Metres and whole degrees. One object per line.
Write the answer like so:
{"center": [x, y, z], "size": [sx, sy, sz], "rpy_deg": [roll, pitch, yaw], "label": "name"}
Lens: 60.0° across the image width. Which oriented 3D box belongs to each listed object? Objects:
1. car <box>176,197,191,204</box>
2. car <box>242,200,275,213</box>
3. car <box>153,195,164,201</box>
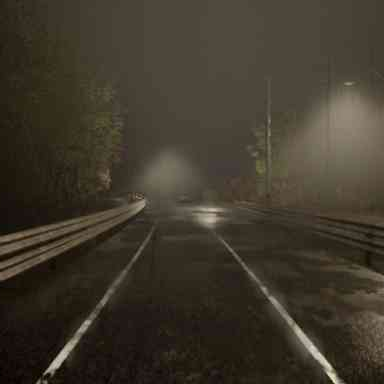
{"center": [-1.654, 1.552, 62.242], "size": [1.994, 1.385, 4.181], "rpy_deg": [0, 0, -18], "label": "car"}
{"center": [7.036, 1.605, 35.658], "size": [2.128, 1.511, 4.902], "rpy_deg": [1, 1, -18], "label": "car"}
{"center": [-8.326, 1.448, 82.664], "size": [2.128, 1.511, 4.902], "rpy_deg": [0, 0, -18], "label": "car"}
